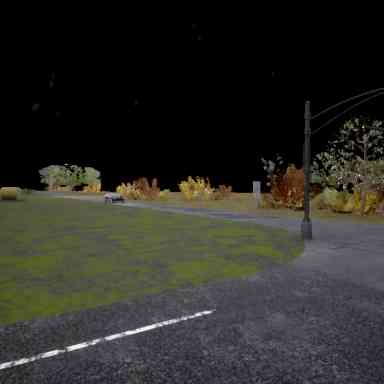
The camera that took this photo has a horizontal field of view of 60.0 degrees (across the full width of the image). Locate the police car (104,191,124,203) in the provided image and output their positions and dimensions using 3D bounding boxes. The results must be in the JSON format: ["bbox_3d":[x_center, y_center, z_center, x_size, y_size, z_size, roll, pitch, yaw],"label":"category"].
[{"bbox_3d":[-11.649,0.744,49.739,1.930,1.638,5.238,1,0,-32],"label":"police car"}]
